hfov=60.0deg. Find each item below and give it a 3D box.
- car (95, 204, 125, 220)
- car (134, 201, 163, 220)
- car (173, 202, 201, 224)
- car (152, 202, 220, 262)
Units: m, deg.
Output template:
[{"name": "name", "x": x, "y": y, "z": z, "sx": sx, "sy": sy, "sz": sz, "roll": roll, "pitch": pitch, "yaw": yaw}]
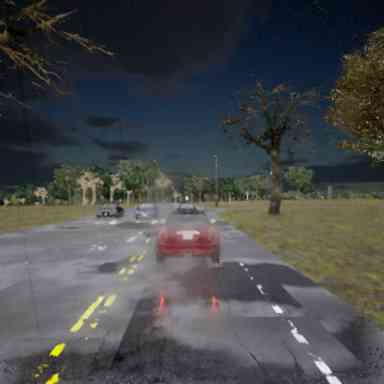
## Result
[{"name": "car", "x": -7.541, "y": 1.782, "z": 31.008, "sx": 1.994, "sy": 1.385, "sz": 4.181, "roll": 0, "pitch": -1, "yaw": 0}, {"name": "car", "x": -4.038, "y": 1.736, "z": 30.583, "sx": 1.812, "sy": 1.442, "sz": 4.674, "roll": 0, "pitch": -1, "yaw": 0}, {"name": "car", "x": -0.392, "y": 1.679, "z": 27.603, "sx": 2.128, "sy": 1.511, "sz": 4.902, "roll": 0, "pitch": 0, "yaw": 0}, {"name": "car", "x": -0.143, "y": 1.435, "z": 12.556, "sx": 2.097, "sy": 1.767, "sz": 4.553, "roll": 0, "pitch": 0, "yaw": 0}]
